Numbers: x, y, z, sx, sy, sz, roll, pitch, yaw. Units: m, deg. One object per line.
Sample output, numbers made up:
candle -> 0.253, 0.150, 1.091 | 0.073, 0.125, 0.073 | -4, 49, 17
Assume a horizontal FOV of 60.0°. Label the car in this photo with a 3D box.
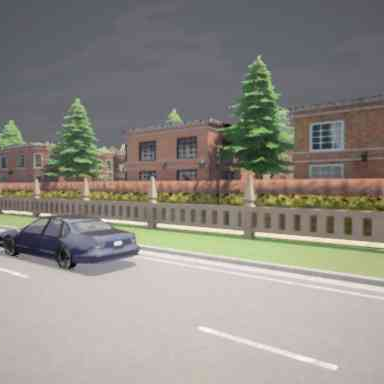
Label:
car -> -4.091, 1.438, 10.638 | 5.357, 1.411, 2.033 | 1, 0, 35
